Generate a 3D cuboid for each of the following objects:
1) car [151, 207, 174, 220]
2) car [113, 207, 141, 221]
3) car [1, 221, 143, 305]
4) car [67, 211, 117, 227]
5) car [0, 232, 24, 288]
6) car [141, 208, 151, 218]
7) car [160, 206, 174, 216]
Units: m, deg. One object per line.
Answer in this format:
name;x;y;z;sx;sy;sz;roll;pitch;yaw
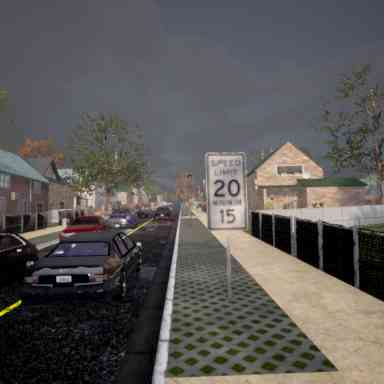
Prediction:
car;-3.332;2.455;38.915;1.882;1.535;5.008;-1;-1;-1
car;-5.897;2.117;28.160;2.097;1.767;4.553;-1;-2;-2
car;-2.467;1.737;8.713;2.033;1.411;5.357;-1;-1;-2
car;-5.595;2.023;18.001;1.812;1.442;4.674;-1;-1;-2
car;-5.339;1.734;7.701;1.837;1.490;4.892;-1;-2;0
car;-6.272;2.821;43.823;1.895;1.301;4.718;-1;-1;-2
car;-3.684;2.845;49.354;1.895;1.301;4.718;-1;-1;-2
